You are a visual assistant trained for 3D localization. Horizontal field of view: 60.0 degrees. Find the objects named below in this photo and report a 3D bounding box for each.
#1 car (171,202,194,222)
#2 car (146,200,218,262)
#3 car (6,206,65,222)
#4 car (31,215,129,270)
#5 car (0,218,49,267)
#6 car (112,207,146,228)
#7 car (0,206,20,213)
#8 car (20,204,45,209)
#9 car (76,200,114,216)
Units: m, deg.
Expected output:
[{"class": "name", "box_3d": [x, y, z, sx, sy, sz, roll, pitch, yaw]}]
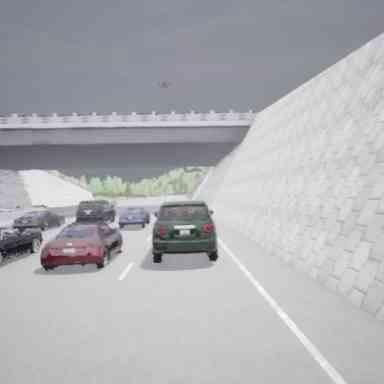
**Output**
[{"class": "car", "box_3d": [-0.880, 1.731, 30.389, 1.882, 1.535, 5.008, -2, 0, -2]}, {"class": "car", "box_3d": [-0.293, 1.328, 12.821, 2.150, 2.045, 5.566, -2, 0, -2]}, {"class": "car", "box_3d": [-11.216, 2.088, 24.751, 2.033, 1.411, 5.357, -2, 0, -1]}, {"class": "car", "box_3d": [-3.762, 1.772, 12.040, 1.994, 1.385, 4.181, -2, -1, -2]}, {"class": "car", "box_3d": [-7.263, 1.922, 12.168, 1.895, 1.301, 4.718, -2, 0, -2]}, {"class": "car", "box_3d": [-4.224, 1.868, 24.994, 2.033, 1.411, 5.357, -2, 0, -1]}, {"class": "car", "box_3d": [-26.150, 2.716, 48.534, 1.812, 1.442, 4.674, -2, -1, -2]}, {"class": "car", "box_3d": [-22.662, 2.559, 48.738, 1.882, 1.535, 5.008, -2, -1, -2]}, {"class": "car", "box_3d": [-7.799, 1.675, 27.404, 2.150, 2.045, 5.566, -2, 0, -1]}]
